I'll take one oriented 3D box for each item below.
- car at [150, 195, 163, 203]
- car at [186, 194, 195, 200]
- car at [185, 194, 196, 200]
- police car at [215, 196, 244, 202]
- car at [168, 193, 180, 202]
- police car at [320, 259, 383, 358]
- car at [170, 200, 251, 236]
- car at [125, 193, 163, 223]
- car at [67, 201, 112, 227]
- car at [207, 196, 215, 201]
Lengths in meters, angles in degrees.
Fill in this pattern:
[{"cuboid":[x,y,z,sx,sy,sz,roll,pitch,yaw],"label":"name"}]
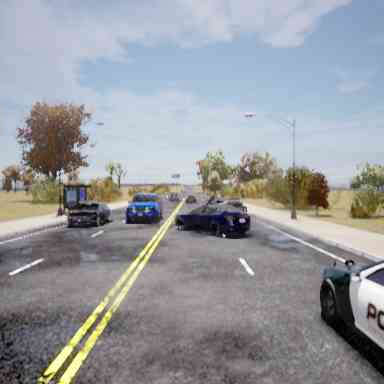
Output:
[{"cuboid":[-6.748,1.314,63.427,1.895,1.301,4.718,0,0,0],"label":"car"},{"cuboid":[-0.259,1.174,77.428,2.033,1.411,5.357,0,0,0],"label":"car"},{"cuboid":[-0.164,1.260,59.551,1.812,1.442,4.674,0,0,0],"label":"car"},{"cuboid":[3.187,1.319,26.244,1.930,1.638,5.238,0,0,0],"label":"police car"},{"cuboid":[-3.495,1.052,65.970,2.097,1.767,4.553,0,0,0],"label":"car"},{"cuboid":[3.249,1.489,4.119,2.038,1.542,4.974,0,0,0],"label":"police car"},{"cuboid":[1.040,1.432,18.092,2.163,1.488,4.792,0,0,-37],"label":"car"},{"cuboid":[-3.407,1.122,24.580,2.150,2.045,5.566,0,0,0],"label":"car"},{"cuboid":[-6.646,1.417,21.979,1.837,1.490,4.892,0,0,0],"label":"car"},{"cuboid":[3.145,1.349,37.164,2.163,1.488,4.792,0,0,0],"label":"car"}]
